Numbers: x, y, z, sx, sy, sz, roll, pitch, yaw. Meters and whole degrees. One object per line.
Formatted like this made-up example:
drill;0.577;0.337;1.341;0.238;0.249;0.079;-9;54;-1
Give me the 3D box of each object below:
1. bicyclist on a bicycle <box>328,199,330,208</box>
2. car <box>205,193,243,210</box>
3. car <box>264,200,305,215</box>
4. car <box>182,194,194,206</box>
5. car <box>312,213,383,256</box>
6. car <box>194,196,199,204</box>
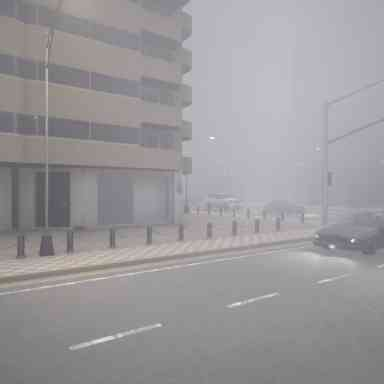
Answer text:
bicyclist on a bicycle;17.404;1.245;43.090;1.656;1.620;0.582;0;0;-35
car;3.851;1.164;41.572;2.150;2.045;5.566;0;0;-35
car;9.334;1.509;33.803;1.994;1.385;4.181;0;0;-35
car;-2.286;1.437;50.418;2.128;1.511;4.902;0;0;-35
car;7.132;1.547;13.344;5.357;1.411;2.033;0;0;-35
car;-0.697;1.449;60.622;1.837;1.490;4.892;0;0;-34
